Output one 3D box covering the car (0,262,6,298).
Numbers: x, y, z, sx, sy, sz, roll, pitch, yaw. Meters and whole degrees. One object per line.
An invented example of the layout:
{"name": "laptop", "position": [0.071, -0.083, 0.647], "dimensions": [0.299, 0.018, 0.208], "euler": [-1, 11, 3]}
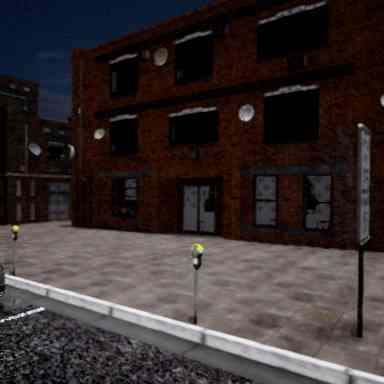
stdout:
{"name": "car", "position": [-5.546, 1.579, 6.876], "dimensions": [4.403, 1.369, 2.008], "euler": [0, 1, 35]}
